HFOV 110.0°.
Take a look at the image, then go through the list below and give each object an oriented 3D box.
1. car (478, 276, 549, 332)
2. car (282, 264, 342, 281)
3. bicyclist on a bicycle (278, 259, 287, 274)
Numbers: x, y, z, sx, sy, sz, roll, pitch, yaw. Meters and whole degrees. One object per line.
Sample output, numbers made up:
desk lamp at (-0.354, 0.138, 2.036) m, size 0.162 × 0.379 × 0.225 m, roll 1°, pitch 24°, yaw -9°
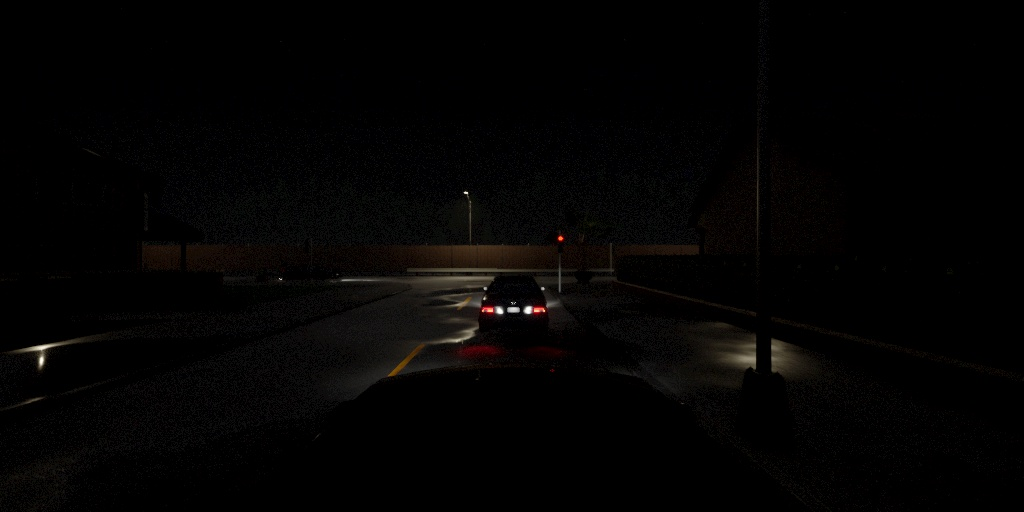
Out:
car at (0.058, 1.297, 10.836) m, size 2.033 × 1.411 × 5.357 m, roll 0°, pitch 0°, yaw 1°
car at (-16.165, 1.314, 29.084) m, size 4.181 × 1.385 × 1.994 m, roll 0°, pitch 0°, yaw 0°
bicyclist on a bicycle at (-23.971, 1.099, 37.490) m, size 0.582 × 1.620 × 1.656 m, roll 0°, pitch 0°, yaw 0°
